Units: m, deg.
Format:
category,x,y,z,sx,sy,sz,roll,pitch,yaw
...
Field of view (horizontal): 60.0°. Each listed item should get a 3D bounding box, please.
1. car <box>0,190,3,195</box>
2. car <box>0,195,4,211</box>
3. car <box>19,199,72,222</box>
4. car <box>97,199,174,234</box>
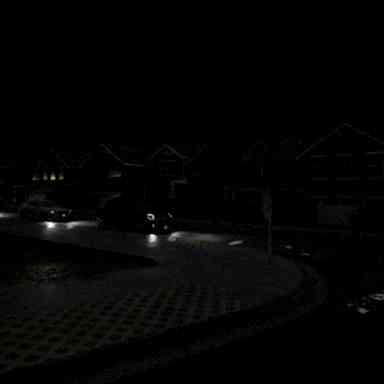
category,x,y,z,sx,sy,sz,roll,pitch,yaw
car,-22.161,0.730,35.325,5.566,2.045,2.150,1,0,35
car,-18.760,1.149,29.411,4.181,1.385,1.994,1,0,34
car,-10.555,1.275,23.763,4.674,1.442,1.812,1,0,34
car,-3.200,1.247,18.708,4.553,1.767,2.097,1,0,35
